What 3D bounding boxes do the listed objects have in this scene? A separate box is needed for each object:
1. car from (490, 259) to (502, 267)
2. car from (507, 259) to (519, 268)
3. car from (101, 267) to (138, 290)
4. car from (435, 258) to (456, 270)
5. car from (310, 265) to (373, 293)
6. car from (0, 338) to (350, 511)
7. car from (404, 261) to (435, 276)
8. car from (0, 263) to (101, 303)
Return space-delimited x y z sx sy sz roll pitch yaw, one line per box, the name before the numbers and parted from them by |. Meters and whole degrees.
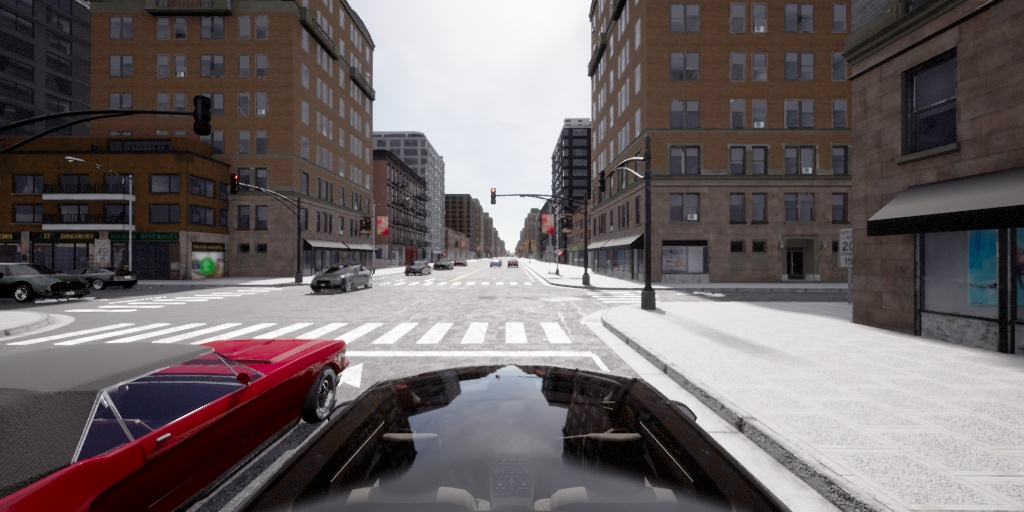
car | -2.978 1.287 64.154 2.033 1.411 5.357 0 0 0
car | 0.166 1.245 62.199 1.837 1.490 4.892 0 0 0
car | -25.321 1.330 21.705 4.313 1.339 1.948 0 0 0
car | -9.711 1.096 50.991 2.097 1.767 4.553 0 0 0
car | -9.798 1.275 21.027 1.837 1.490 4.892 0 -1 0
car | -3.157 1.351 2.837 1.895 1.301 4.718 0 0 0
car | -9.755 1.254 37.431 1.837 1.490 4.892 0 -1 0
car | -22.163 1.095 16.196 4.553 1.767 2.097 0 0 0
